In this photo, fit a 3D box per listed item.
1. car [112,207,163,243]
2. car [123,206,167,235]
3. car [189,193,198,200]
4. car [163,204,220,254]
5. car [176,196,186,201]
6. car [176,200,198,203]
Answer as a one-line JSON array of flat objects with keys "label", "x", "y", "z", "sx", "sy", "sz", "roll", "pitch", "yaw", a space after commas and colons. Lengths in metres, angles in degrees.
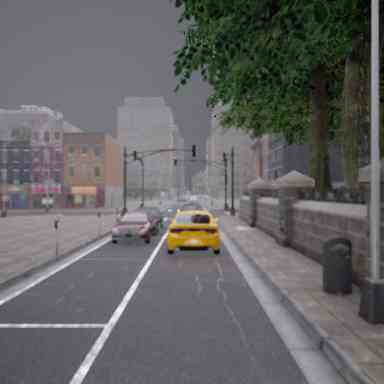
[{"label": "car", "x": -2.631, "y": 1.580, "z": 15.902, "sx": 1.802, "sy": 1.307, "sz": 4.206, "roll": 0, "pitch": 0, "yaw": 0}, {"label": "car", "x": -2.630, "y": 1.563, "z": 19.565, "sx": 1.947, "sy": 1.339, "sz": 4.313, "roll": 0, "pitch": 0, "yaw": 0}, {"label": "car", "x": 0.317, "y": 1.481, "z": 71.777, "sx": 1.812, "sy": 1.442, "sz": 4.674, "roll": 0, "pitch": 0, "yaw": 0}, {"label": "car", "x": 0.072, "y": 1.476, "z": 13.499, "sx": 1.882, "sy": 1.535, "sz": 5.008, "roll": 0, "pitch": 0, "yaw": 0}, {"label": "car", "x": -2.182, "y": 1.534, "z": 68.504, "sx": 1.994, "sy": 1.385, "sz": 4.181, "roll": 0, "pitch": 0, "yaw": 0}, {"label": "car", "x": 0.014, "y": 1.544, "z": 23.988, "sx": 2.033, "sy": 1.411, "sz": 5.357, "roll": 0, "pitch": 0, "yaw": 0}]
